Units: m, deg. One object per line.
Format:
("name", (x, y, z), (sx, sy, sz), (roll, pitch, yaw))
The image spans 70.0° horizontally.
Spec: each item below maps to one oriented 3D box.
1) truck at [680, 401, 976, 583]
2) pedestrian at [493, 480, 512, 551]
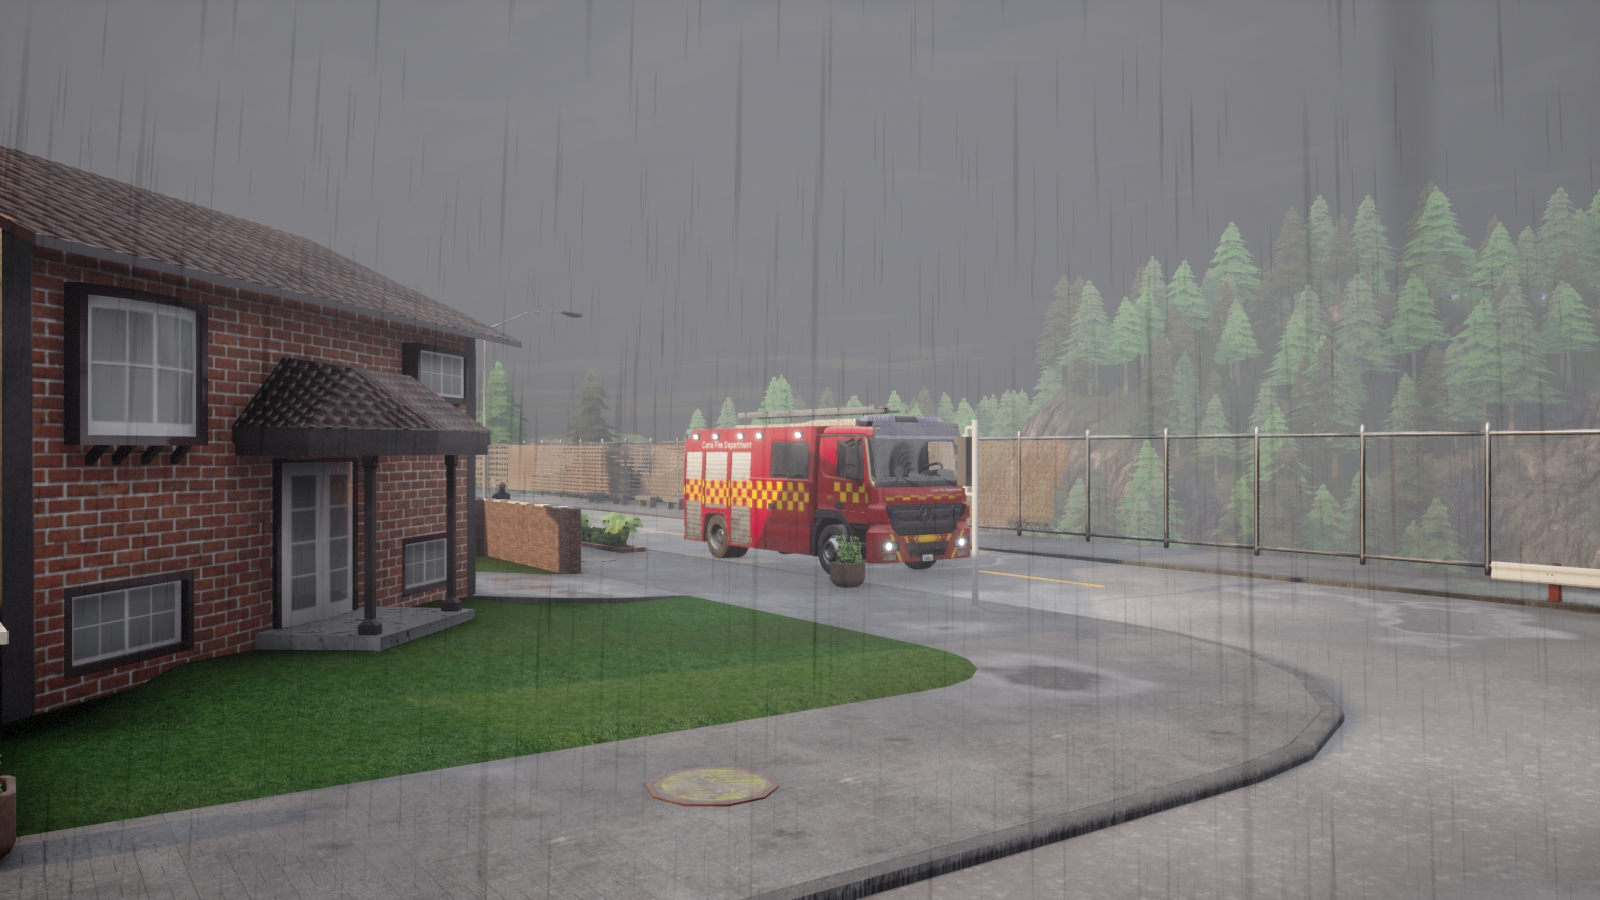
("truck", (0.353, 0.890, 28.322), (2.891, 3.827, 8.468), (0, 0, -35))
("pedestrian", (-7.985, 1.745, 30.665), (0.375, 1.860, 0.375), (0, 0, -35))
